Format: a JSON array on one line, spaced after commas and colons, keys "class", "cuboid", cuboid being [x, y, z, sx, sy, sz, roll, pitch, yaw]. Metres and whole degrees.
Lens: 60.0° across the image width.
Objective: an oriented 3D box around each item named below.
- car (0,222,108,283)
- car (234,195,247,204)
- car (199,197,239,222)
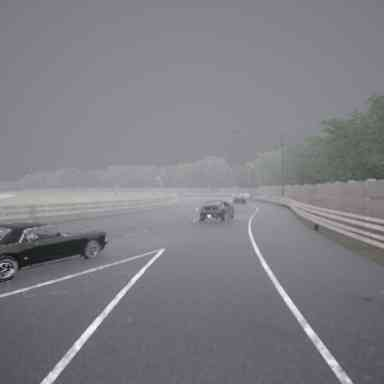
[{"class": "car", "cuboid": [-4.667, 1.534, 9.679, 1.895, 1.301, 4.718, 0, 0, 28]}, {"class": "car", "cuboid": [7.818, 1.230, 55.621, 1.882, 1.535, 5.008, 0, 0, 3]}, {"class": "car", "cuboid": [1.967, 1.390, 25.113, 1.837, 1.490, 4.892, 1, 1, 19]}]
